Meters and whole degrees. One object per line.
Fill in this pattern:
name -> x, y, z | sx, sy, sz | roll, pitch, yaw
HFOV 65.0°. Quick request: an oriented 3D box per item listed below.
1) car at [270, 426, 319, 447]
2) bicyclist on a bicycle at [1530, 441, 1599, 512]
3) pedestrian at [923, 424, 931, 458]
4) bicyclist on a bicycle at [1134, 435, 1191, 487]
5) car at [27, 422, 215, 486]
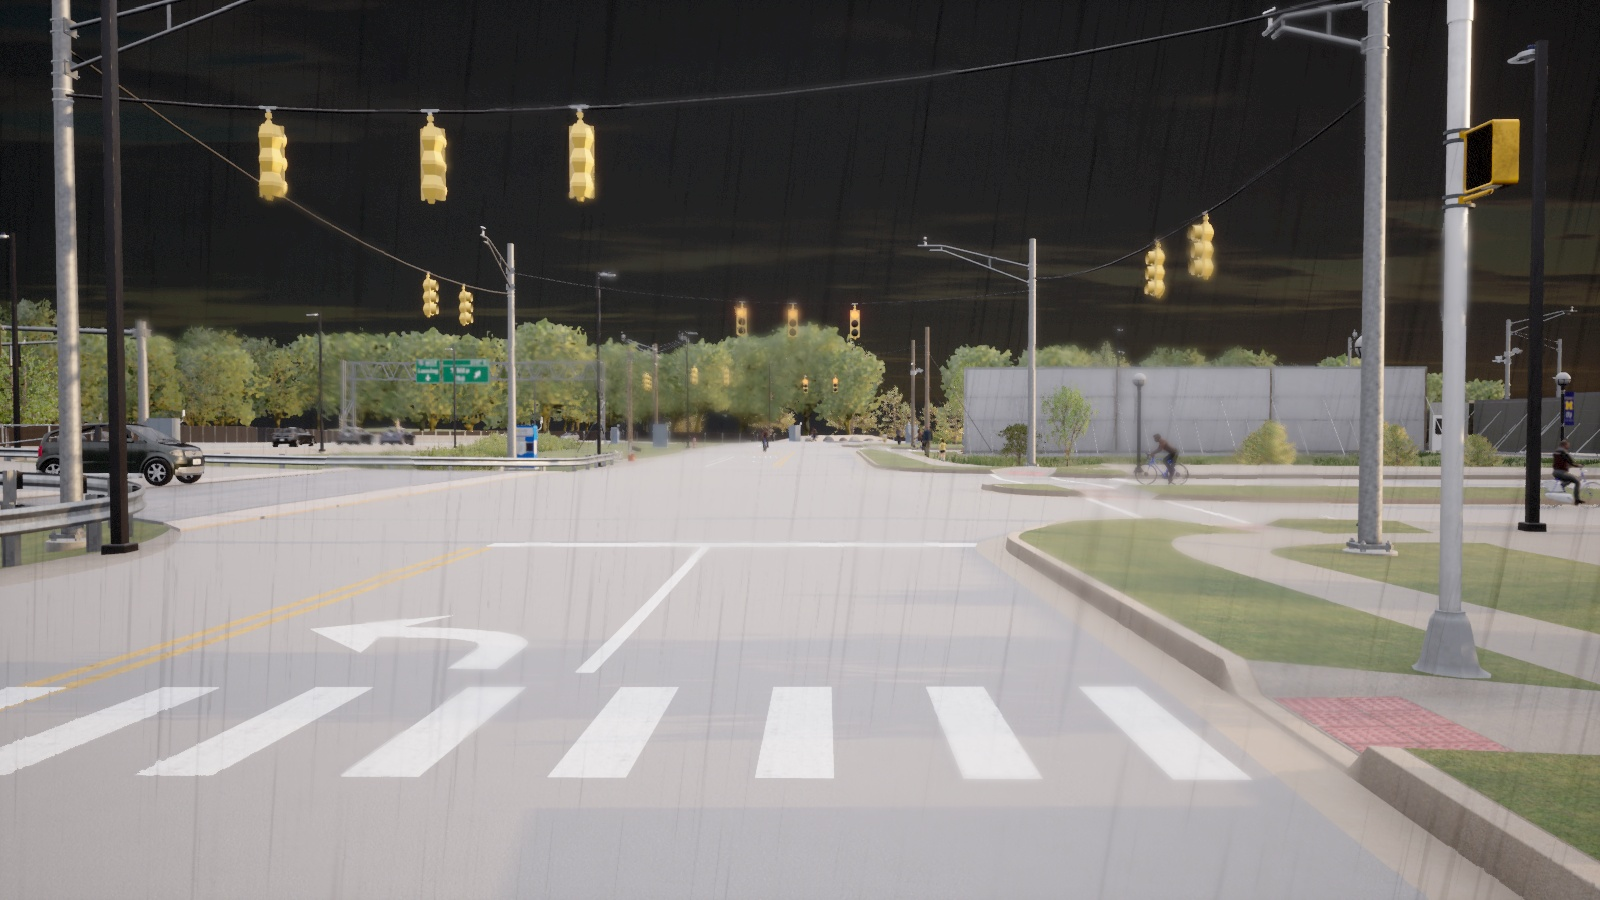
car -> -36.800, -0.999, 91.480 | 1.816, 1.474, 4.193 | 0, 1, 1
bicyclist on a bicycle -> 19.610, 0.669, 31.806 | 1.843, 1.776, 0.659 | 0, 1, -3
pedestrian -> 7.051, -0.507, 69.643 | 0.402, 1.842, 0.726 | 0, 2, 1
bicyclist on a bicycle -> 11.429, 0.330, 39.639 | 1.656, 1.620, 0.582 | 1, 1, 11
car -> -16.831, 0.080, 31.250 | 3.705, 1.549, 1.789 | 0, 1, 1
